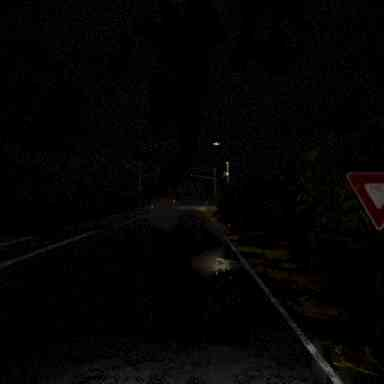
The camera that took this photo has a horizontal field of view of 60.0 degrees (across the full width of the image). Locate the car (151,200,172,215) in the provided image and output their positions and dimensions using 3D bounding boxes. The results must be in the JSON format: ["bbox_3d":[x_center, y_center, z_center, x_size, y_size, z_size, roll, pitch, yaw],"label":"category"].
[{"bbox_3d":[-3.499,1.671,38.407,2.097,1.767,4.553,0,-1,0],"label":"car"}]
